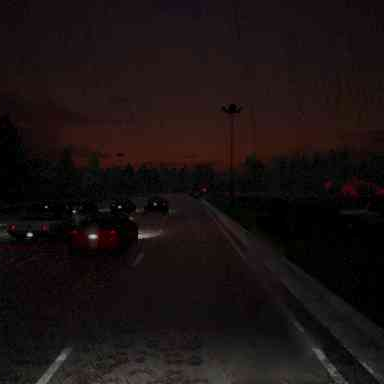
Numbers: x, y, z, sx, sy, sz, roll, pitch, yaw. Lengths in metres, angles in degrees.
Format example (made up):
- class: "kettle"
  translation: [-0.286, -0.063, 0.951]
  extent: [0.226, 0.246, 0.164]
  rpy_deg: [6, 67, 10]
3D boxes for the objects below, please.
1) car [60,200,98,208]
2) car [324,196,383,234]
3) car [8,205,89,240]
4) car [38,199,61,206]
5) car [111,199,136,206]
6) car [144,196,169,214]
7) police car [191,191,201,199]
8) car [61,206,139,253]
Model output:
- class: "car"
  translation: [-10.395, 1.439, 31.590]
  extent: [1.895, 1.301, 4.718]
  rpy_deg: [0, 0, 0]
- class: "car"
  translation: [8.924, 1.126, 16.869]
  extent: [3.866, 1.878, 1.905]
  rpy_deg: [0, 0, 0]
- class: "car"
  translation: [-6.897, 1.517, 16.377]
  extent: [1.895, 1.301, 4.718]
  rpy_deg: [0, 0, 0]
- class: "car"
  translation: [-13.894, 1.392, 33.727]
  extent: [1.994, 1.385, 4.181]
  rpy_deg: [0, 0, 0]
- class: "car"
  translation: [-6.895, 1.391, 33.790]
  extent: [1.994, 1.385, 4.181]
  rpy_deg: [0, 0, 0]
- class: "car"
  translation: [-3.393, 1.184, 32.846]
  extent: [2.097, 1.767, 4.553]
  rpy_deg: [0, 0, 0]
- class: "police car"
  translation: [1.237, 1.003, 82.776]
  extent: [1.930, 1.638, 5.238]
  rpy_deg: [0, 0, 0]
- class: "car"
  translation: [-3.397, 1.495, 13.428]
  extent: [1.994, 1.385, 4.181]
  rpy_deg: [0, 0, 0]
